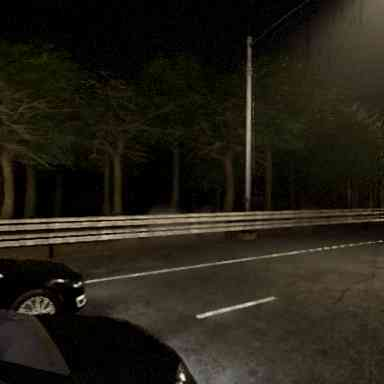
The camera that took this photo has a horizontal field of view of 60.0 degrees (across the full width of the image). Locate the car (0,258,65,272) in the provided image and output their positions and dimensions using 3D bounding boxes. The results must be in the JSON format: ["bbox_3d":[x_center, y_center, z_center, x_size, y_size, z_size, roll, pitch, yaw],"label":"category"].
[{"bbox_3d":[-4.138,1.495,5.047,4.892,1.490,1.837,1,-1,-36],"label":"car"}]

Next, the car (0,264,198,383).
[{"bbox_3d":[-1.946,1.558,2.310,4.181,1.385,1.994,1,0,-36],"label":"car"}]
